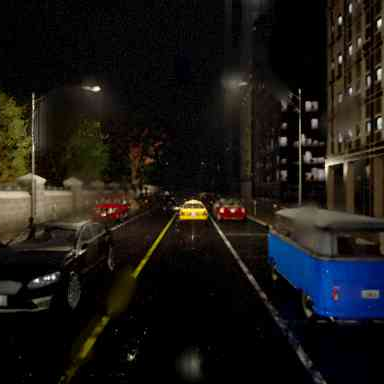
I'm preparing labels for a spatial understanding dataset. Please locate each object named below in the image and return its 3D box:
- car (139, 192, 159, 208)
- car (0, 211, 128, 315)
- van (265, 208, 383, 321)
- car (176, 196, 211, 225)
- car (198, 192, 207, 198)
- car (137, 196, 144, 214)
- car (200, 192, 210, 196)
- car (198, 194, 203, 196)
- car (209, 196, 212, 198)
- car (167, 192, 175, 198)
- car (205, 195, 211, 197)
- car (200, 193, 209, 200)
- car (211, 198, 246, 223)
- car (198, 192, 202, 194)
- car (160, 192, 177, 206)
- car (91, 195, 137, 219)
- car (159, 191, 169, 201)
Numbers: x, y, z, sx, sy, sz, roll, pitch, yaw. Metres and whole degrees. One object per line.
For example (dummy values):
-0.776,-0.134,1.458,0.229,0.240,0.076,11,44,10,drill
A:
-5.684,1.009,41.001,2.192,1.841,5.009,1,0,0,car
-3.100,1.437,7.710,2.128,1.511,4.902,0,0,0,car
2.699,1.292,6.870,1.690,1.788,3.998,1,0,0,van
0.098,1.293,22.720,1.801,1.575,5.366,0,0,0,car
2.692,0.746,85.348,1.967,1.590,4.097,1,1,0,car
-5.685,1.311,29.467,1.752,1.417,4.829,1,0,0,car
2.692,1.140,57.263,1.802,1.307,4.206,1,1,0,car
0.098,1.291,41.555,1.895,1.301,4.718,0,0,0,car
2.695,1.309,29.766,1.752,1.417,4.829,1,0,0,car
-5.690,0.797,91.003,1.887,1.381,4.507,1,1,0,car
2.694,1.306,35.276,1.947,1.339,4.313,1,0,0,car
2.692,0.933,74.284,1.752,1.417,4.829,1,1,0,car
2.696,1.268,23.914,1.967,1.590,4.097,1,0,0,car
2.694,0.948,62.878,1.967,1.590,4.097,1,1,0,car
-3.089,1.142,47.943,1.837,1.490,4.892,0,0,0,car
-5.683,1.142,23.954,2.192,1.841,5.009,1,0,0,car
-5.685,0.872,57.319,2.192,1.841,5.009,1,0,0,car
